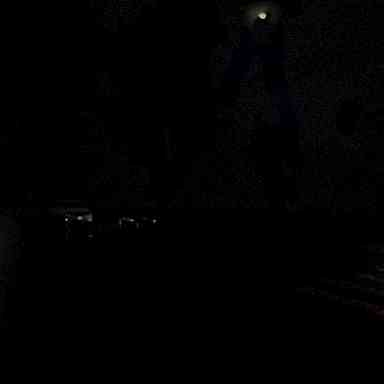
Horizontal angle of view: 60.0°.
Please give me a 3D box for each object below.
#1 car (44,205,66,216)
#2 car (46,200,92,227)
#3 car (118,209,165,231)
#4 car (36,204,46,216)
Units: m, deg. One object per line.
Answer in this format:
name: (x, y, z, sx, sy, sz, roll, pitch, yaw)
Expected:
car: (-18.608, 2.412, 45.047, 1.895, 1.301, 4.718, 0, -1, -34)
car: (-9.907, 1.647, 27.062, 2.150, 2.045, 5.566, 0, -1, -34)
car: (-3.531, 1.852, 22.946, 1.994, 1.385, 4.181, 0, -1, -34)
car: (-20.131, 2.317, 42.224, 2.128, 1.511, 4.902, 0, -1, -34)
